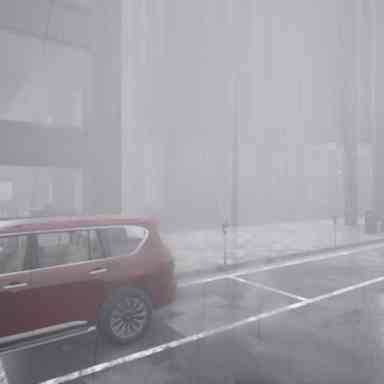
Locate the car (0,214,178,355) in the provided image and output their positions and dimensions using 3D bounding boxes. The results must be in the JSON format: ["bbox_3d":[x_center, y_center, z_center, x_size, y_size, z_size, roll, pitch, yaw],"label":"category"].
[{"bbox_3d":[-2.564,1.314,4.819,5.009,1.841,2.192,0,0,-36],"label":"car"}]
